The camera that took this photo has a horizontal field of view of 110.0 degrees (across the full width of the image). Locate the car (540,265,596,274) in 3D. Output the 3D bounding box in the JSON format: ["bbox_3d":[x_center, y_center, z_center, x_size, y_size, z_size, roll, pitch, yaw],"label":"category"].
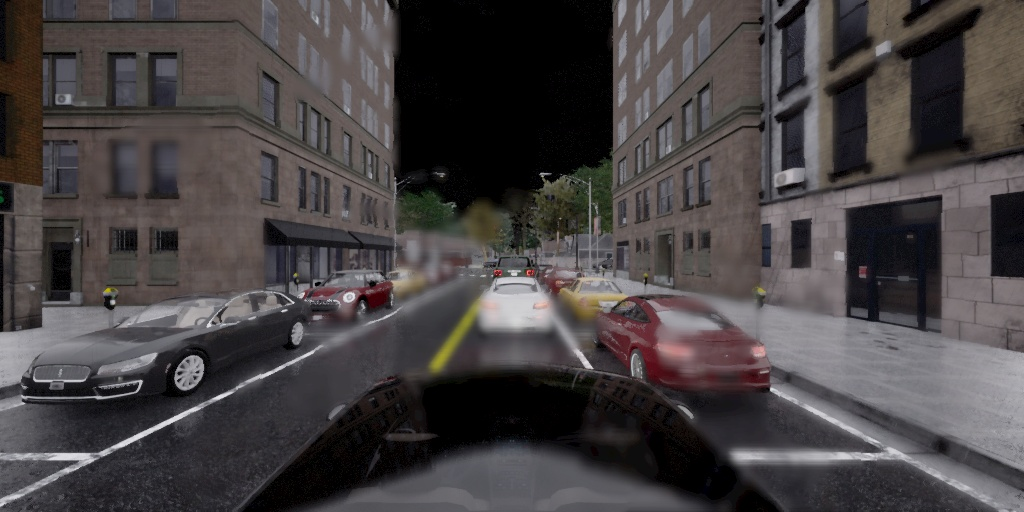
[{"bbox_3d":[2.645,1.300,17.468,1.888,1.381,4.507,0,0,0],"label":"car"}]

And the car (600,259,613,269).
[{"bbox_3d":[14.569,1.241,48.219,4.181,1.385,1.994,0,0,0],"label":"car"}]

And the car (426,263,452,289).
[{"bbox_3d":[-5.377,1.198,22.989,1.967,1.591,4.097,0,0,0],"label":"car"}]

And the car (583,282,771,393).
[{"bbox_3d":[2.639,1.332,6.431,1.802,1.307,4.207,0,0,0],"label":"car"}]

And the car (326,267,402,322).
[{"bbox_3d":[-5.383,1.192,11.951,1.967,1.591,4.097,0,0,0],"label":"car"}]

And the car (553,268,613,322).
[{"bbox_3d":[2.642,1.278,12.120,1.751,1.417,4.829,0,0,0],"label":"car"}]

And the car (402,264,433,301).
[{"bbox_3d":[-5.380,1.280,17.300,1.751,1.417,4.829,0,0,0],"label":"car"}]

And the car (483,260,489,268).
[{"bbox_3d":[-3.504,1.358,59.450,1.994,1.385,4.181,0,0,7],"label":"car"}]

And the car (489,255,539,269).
[{"bbox_3d":[0.110,0.978,19.915,2.150,2.045,5.566,0,0,0],"label":"car"}]

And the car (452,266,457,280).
[{"bbox_3d":[-5.374,1.343,28.508,1.802,1.307,4.207,0,0,0],"label":"car"}]

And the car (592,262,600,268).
[{"bbox_3d":[14.004,1.187,51.459,4.892,1.490,1.837,0,0,1],"label":"car"}]

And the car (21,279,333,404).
[{"bbox_3d":[-5.386,1.301,6.433,2.007,1.370,4.403,0,0,0],"label":"car"}]

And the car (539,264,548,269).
[{"bbox_3d":[2.648,1.340,22.986,1.802,1.307,4.207,0,0,0],"label":"car"}]

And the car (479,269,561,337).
[{"bbox_3d":[0.103,1.277,10.152,1.812,1.442,4.674,0,0,0],"label":"car"}]
